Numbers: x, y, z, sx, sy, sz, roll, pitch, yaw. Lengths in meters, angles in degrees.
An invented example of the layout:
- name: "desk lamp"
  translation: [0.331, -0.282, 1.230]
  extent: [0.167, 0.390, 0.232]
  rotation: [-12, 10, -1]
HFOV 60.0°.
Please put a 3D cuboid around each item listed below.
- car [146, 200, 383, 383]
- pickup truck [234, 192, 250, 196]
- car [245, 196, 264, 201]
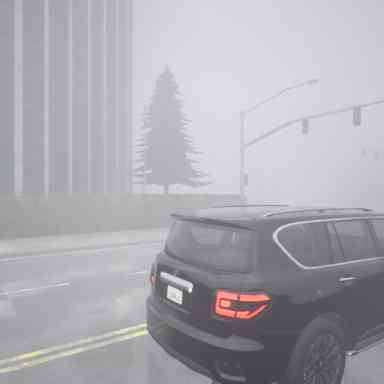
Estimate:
- name: "car"
  translation: [2.014, 1.221, 5.179]
  extent: [5.566, 2.045, 2.150]
  rotation: [0, 0, -35]
- name: "pickup truck"
  translation: [10.198, 1.059, 68.782]
  extent: [2.390, 2.098, 6.274]
  rotation: [0, 0, -5]
- name: "car"
  translation: [8.400, 1.564, 43.103]
  extent: [1.994, 1.385, 4.181]
  rotation: [0, 0, -36]
